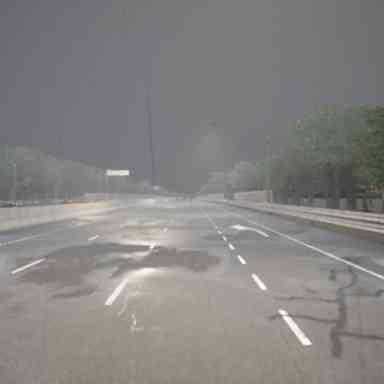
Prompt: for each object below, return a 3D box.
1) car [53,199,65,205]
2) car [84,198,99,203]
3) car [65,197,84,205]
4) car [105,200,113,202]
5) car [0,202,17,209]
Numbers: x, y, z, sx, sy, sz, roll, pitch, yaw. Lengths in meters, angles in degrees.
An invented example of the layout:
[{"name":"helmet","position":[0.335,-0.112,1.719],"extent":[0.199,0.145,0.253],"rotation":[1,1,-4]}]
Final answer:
[{"name":"car","position":[-28.086,2.345,71.400],"extent":[1.882,1.535,5.008],"rotation":[0,-1,0]},{"name":"car","position":[-21.086,2.391,71.409],"extent":[1.812,1.442,4.674],"rotation":[0,-1,0]},{"name":"car","position":[-24.586,2.092,71.378],"extent":[2.150,2.045,5.566],"rotation":[0,-1,0]},{"name":"car","position":[-17.586,2.420,71.413],"extent":[1.994,1.385,4.181],"rotation":[0,-1,0]},{"name":"car","position":[-17.626,1.710,29.920],"extent":[2.097,1.767,4.553],"rotation":[0,-1,0]}]
